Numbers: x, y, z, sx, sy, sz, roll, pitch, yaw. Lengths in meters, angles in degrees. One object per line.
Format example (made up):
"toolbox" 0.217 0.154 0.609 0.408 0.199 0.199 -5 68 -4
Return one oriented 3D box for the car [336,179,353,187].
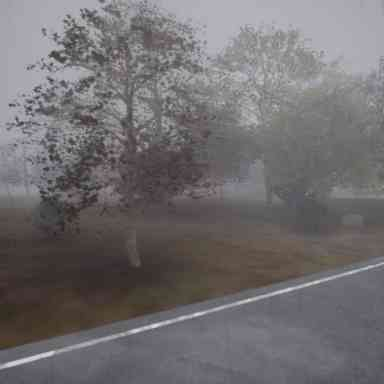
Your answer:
"car" 36.655 -2.330 79.122 5.566 2.045 2.150 -5 3 -26
